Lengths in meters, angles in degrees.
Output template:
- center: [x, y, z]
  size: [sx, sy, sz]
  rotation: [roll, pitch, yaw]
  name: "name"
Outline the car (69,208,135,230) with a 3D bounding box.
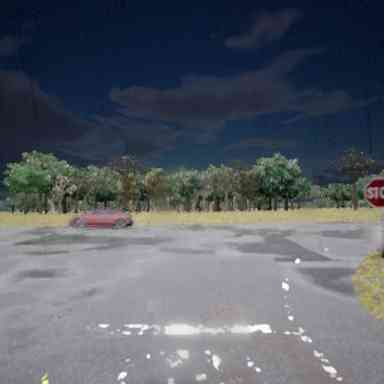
- center: [-5.953, 1.773, 22.190]
  size: [4.181, 1.385, 1.994]
  rotation: [0, -2, 0]
  name: "car"
